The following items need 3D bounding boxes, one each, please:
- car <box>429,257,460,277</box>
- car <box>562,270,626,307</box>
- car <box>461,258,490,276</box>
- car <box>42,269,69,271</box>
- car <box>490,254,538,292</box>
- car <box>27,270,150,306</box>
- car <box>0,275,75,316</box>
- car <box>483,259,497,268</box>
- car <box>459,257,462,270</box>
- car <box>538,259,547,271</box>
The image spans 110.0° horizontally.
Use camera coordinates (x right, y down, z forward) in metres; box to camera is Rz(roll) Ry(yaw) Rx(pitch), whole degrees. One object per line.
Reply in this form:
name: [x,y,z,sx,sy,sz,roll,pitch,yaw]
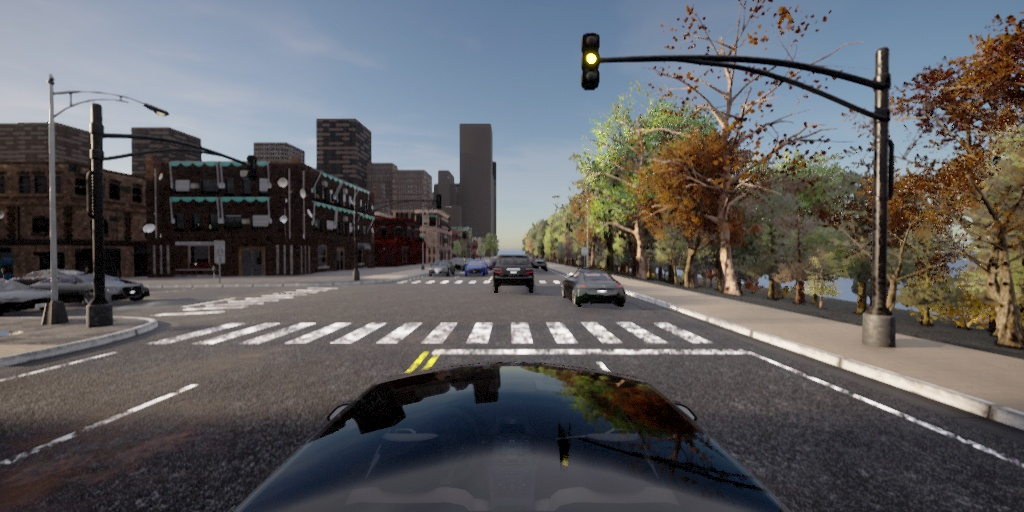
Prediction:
car: [-6.626,1.133,34.341,2.128,1.511,4.902,0,0,0]
car: [3.337,1.270,15.279,1.994,1.385,4.181,0,0,0]
car: [-3.376,1.118,34.732,1.882,1.535,5.008,0,0,0]
car: [-28.302,1.498,22.043,4.403,1.370,2.007,0,0,0]
car: [0.079,0.910,20.672,2.150,2.045,5.566,0,0,0]
car: [-19.186,1.483,16.243,4.181,1.385,1.994,-1,1,0]
car: [-19.959,1.529,13.539,4.313,1.339,1.948,0,0,0]
car: [-3.376,1.170,55.216,1.895,1.301,4.718,0,0,0]
car: [-6.635,0.959,44.214,2.097,1.767,4.553,0,0,0]
car: [3.304,1.110,44.797,1.837,1.490,4.892,0,0,0]
